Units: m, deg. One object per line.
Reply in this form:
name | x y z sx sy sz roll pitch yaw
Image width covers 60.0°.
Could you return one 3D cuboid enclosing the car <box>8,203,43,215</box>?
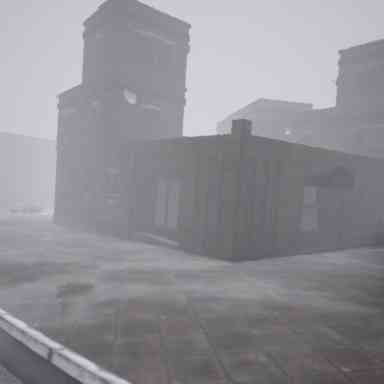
car | -20.892 2.095 42.078 2.033 1.411 5.357 4 -2 3
